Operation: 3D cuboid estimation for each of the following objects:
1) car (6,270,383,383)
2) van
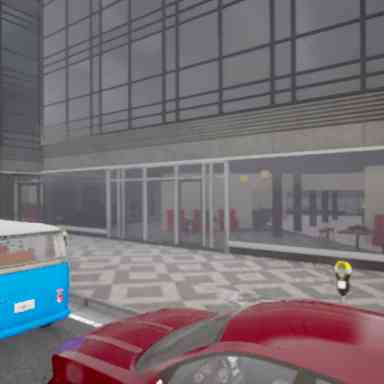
[{"bbox_3d":[0.733,1.545,2.444,4.507,1.381,1.887,0,0,35],"label":"car"},{"bbox_3d":[-3.828,1.348,5.698,3.998,1.788,1.690,0,0,35],"label":"van"}]
